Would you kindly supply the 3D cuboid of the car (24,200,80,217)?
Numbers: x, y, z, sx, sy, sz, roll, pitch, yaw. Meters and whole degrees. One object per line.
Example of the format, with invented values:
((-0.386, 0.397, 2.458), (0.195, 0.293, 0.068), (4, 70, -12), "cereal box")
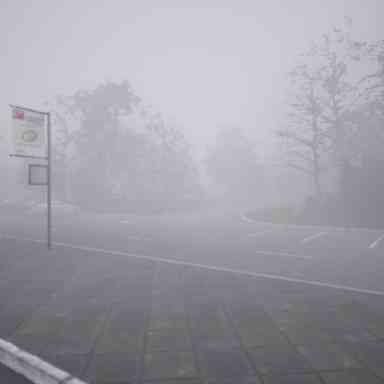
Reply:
((-13.030, 1.571, 31.837), (2.002, 1.452, 4.674), (0, 0, 36), "car")

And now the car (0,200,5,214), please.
((-18.257, 1.547, 35.568), (2.231, 1.521, 4.892), (0, 0, 36), "car")

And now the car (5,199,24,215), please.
((-15.588, 1.538, 33.674), (2.097, 1.535, 5.008), (0, 0, 36), "car")
